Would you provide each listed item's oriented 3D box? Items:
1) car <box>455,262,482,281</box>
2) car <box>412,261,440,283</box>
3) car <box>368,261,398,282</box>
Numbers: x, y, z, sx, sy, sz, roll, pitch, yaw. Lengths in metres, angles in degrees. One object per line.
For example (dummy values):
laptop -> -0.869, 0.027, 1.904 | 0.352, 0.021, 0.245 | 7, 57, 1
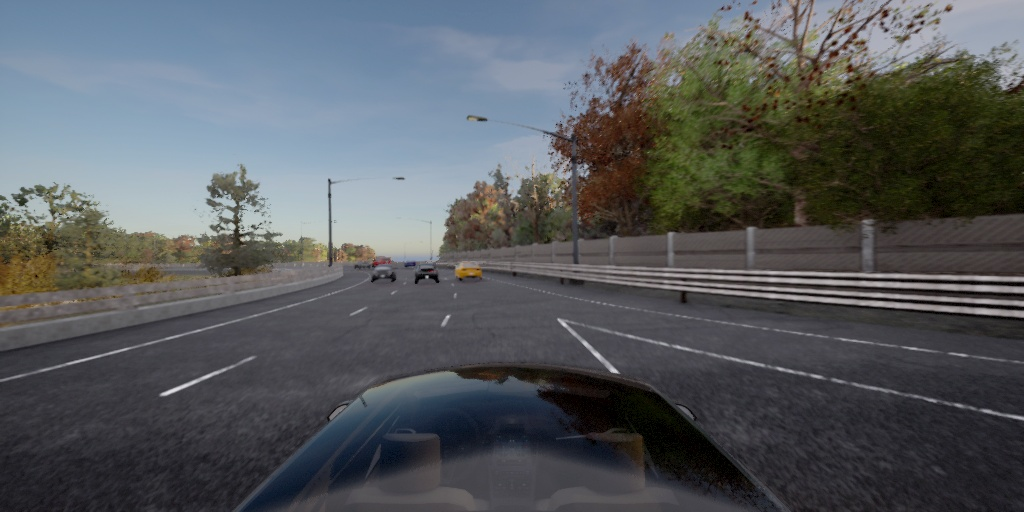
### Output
car -> -3.885, 1.298, 31.459 | 1.882, 1.535, 5.008 | -1, 0, -14
car -> -7.033, 1.377, 29.645 | 1.837, 1.490, 4.892 | -1, 0, -14
car -> -11.068, 1.465, 31.182 | 1.812, 1.442, 4.674 | -1, 0, -16
